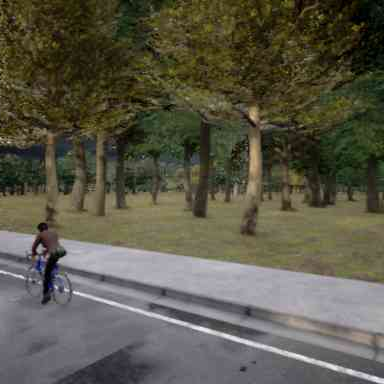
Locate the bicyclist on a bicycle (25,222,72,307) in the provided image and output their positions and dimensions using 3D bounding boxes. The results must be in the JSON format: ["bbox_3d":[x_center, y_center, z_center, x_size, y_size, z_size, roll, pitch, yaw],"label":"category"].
[{"bbox_3d":[-2.950,1.449,6.776,1.656,1.620,0.582,0,0,35],"label":"bicyclist on a bicycle"}]
